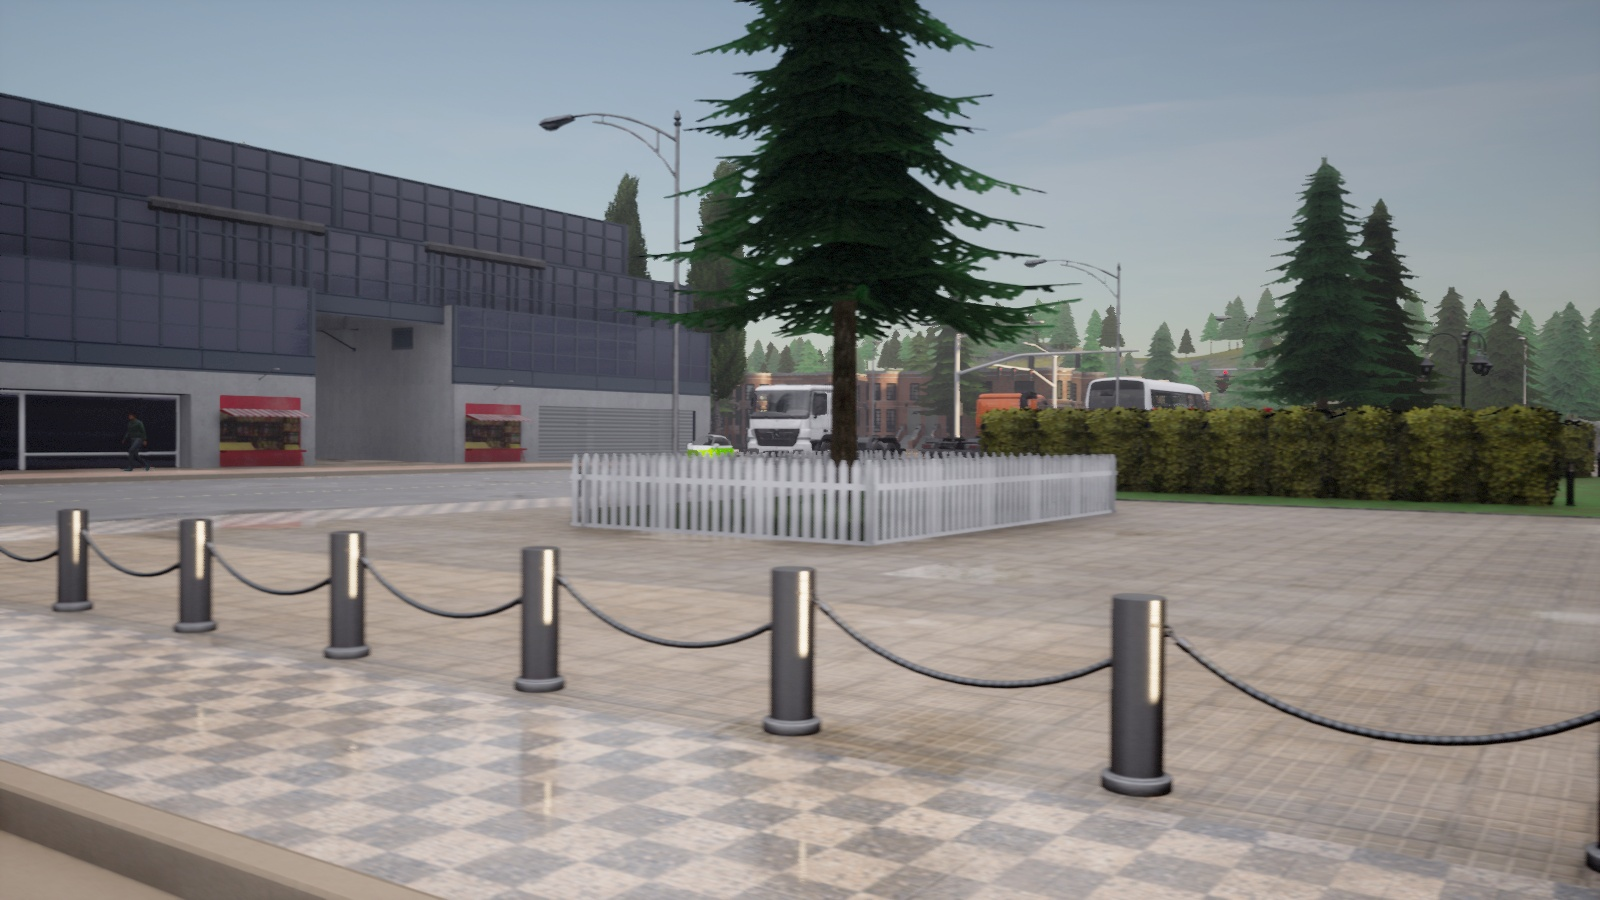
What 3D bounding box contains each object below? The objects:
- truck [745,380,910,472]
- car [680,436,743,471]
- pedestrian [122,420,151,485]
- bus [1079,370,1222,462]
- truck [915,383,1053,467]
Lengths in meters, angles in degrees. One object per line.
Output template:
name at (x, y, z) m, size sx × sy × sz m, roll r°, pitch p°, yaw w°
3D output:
truck at (1.270, -0.962, 51.283) m, size 2.891 × 3.462 × 7.936 m, roll 0°, pitch 1°, yaw 34°
car at (-3.537, 0.131, 50.391) m, size 1.481 × 1.376 × 2.207 m, roll 0°, pitch 1°, yaw 34°
pedestrian at (-19.264, 0.067, 36.448) m, size 0.353 × 1.847 × 0.614 m, roll 0°, pitch 1°, yaw 32°
bus at (17.921, -1.675, 63.596) m, size 3.944 × 4.253 × 10.273 m, roll 0°, pitch 1°, yaw 34°
truck at (8.266, -1.082, 55.455) m, size 2.891 × 3.462 × 7.936 m, roll 0°, pitch 1°, yaw 34°
